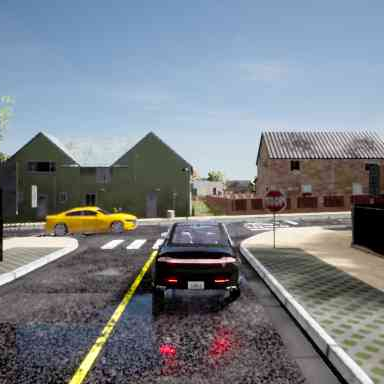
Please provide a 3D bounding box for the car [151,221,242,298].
[{"bbox_3d":[0.159,1.493,8.513,2.128,1.511,4.902,0,0,2],"label":"car"}]

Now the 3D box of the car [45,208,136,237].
[{"bbox_3d":[-5.688,1.618,18.895,5.008,1.535,1.882,-3,-1,0],"label":"car"}]
